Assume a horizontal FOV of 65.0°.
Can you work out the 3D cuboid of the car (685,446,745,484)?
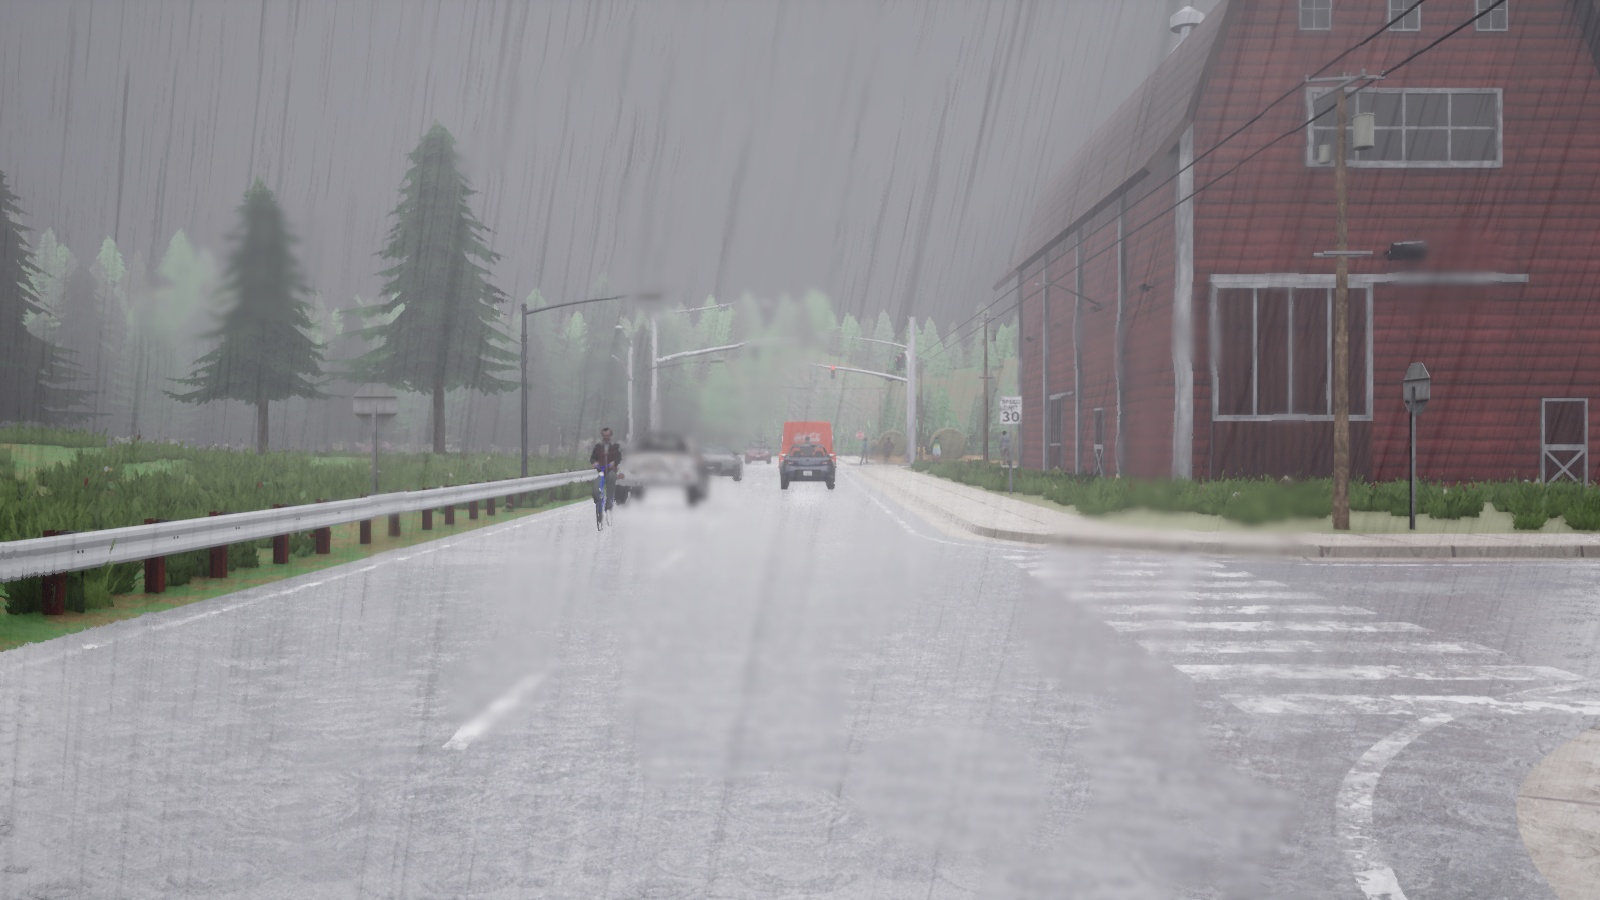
[{"bbox_3d":[-3.208,0.534,48.307,1.994,1.385,4.181,0,0,0],"label":"car"}]

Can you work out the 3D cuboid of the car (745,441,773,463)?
[{"bbox_3d":[-2.966,0.129,90.649,1.851,1.617,3.988,0,0,0],"label":"car"}]

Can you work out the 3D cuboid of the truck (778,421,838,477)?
[{"bbox_3d":[0.345,-0.066,57.582,2.627,2.467,5.204,0,0,0],"label":"truck"}]

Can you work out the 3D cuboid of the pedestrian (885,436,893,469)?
[{"bbox_3d":[4.945,0.122,70.037,0.328,1.805,0.869,0,0,-4],"label":"pedestrian"}]

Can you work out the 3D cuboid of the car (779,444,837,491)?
[{"bbox_3d":[0.253,0.525,41.552,1.816,1.474,4.193,0,0,0],"label":"car"}]

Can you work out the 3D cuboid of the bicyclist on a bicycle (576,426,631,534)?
[{"bbox_3d":[-3.361,0.492,21.607,0.659,1.776,1.843,0,0,0],"label":"bicyclist on a bicycle"}]

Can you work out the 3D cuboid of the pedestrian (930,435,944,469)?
[{"bbox_3d":[7.833,0.121,71.935,0.659,1.952,0.873,0,0,-4],"label":"pedestrian"}]

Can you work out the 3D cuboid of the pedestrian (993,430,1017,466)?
[{"bbox_3d":[10.679,-0.101,65.465,0.874,1.855,0.900,0,0,-22],"label":"pedestrian"}]

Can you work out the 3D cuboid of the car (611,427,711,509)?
[{"bbox_3d":[-3.310,0.387,30.708,1.932,1.855,4.605,0,0,0],"label":"car"}]
